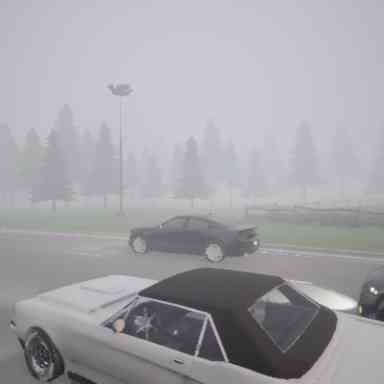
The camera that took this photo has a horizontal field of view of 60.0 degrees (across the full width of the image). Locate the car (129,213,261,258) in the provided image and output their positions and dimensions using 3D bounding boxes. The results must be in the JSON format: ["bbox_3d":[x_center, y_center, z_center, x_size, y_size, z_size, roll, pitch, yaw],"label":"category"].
[{"bbox_3d":[-0.051,1.516,12.042,5.008,1.535,1.882,-1,0,31],"label":"car"}]

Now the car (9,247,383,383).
[{"bbox_3d":[-0.048,1.612,3.863,4.718,1.301,1.895,-1,0,33],"label":"car"}]

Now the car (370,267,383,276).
[{"bbox_3d":[4.711,1.544,4.749,4.181,1.385,1.994,-1,0,36],"label":"car"}]
